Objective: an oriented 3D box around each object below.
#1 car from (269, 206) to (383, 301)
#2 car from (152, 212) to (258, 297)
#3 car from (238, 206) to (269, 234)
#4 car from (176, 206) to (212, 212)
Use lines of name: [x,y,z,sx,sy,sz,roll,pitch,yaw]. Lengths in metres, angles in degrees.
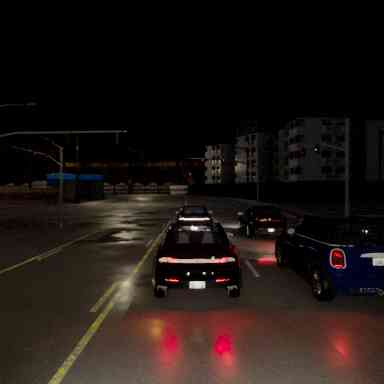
car: [3.605,1.351,8.480,2.097,1.767,4.553,0,0,0]
car: [0.104,1.500,8.573,2.128,1.511,4.902,0,0,0]
car: [3.613,1.483,17.601,1.837,1.490,4.892,0,0,0]
car: [0.114,1.474,17.985,2.128,1.511,4.902,0,0,0]
